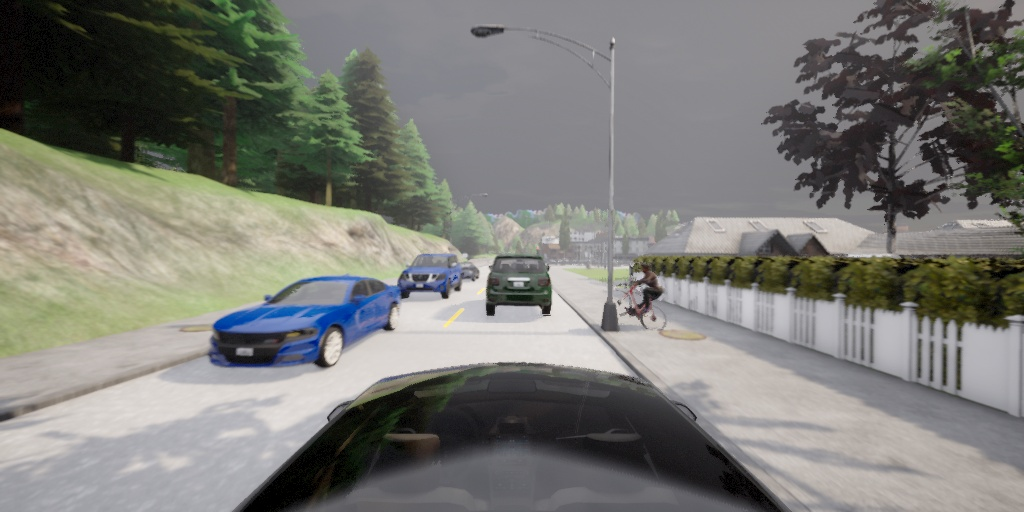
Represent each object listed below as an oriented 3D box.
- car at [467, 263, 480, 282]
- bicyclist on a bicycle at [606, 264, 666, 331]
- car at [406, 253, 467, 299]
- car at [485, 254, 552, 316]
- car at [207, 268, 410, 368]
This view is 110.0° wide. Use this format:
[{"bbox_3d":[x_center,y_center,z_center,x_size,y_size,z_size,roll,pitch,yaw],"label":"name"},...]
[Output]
[{"bbox_3d":[-3.651,1.196,27.778,1.994,1.385,4.181,0,0,2],"label":"car"},{"bbox_3d":[3.386,1.011,9.340,1.656,1.620,0.582,26,-17,4],"label":"bicyclist on a bicycle"},{"bbox_3d":[-3.842,0.886,17.867,2.150,2.045,5.566,0,0,1],"label":"car"},{"bbox_3d":[0.261,0.934,13.460,2.150,2.045,5.566,0,0,1],"label":"car"},{"bbox_3d":[-4.018,1.174,7.942,1.882,1.535,5.008,0,0,1],"label":"car"}]
